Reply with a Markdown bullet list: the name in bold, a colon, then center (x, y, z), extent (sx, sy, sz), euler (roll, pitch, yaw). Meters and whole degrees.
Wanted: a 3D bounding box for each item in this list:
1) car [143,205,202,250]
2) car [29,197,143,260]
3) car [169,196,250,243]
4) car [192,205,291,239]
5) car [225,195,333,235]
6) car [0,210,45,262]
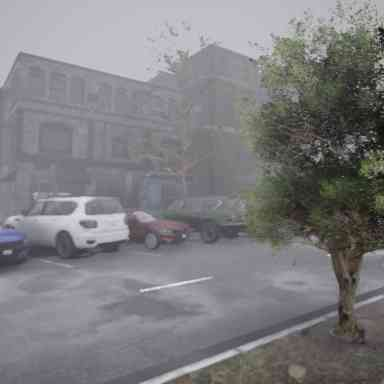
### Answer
- **car**: center (-2.361, 1.464, 14.301), extent (5.008, 1.535, 2.097), euler (-1, -1, 35)
- **car**: center (-4.835, 1.213, 12.570), extent (5.566, 2.045, 2.435), euler (-1, -1, 35)
- **car**: center (0.061, 1.213, 16.054), extent (5.566, 2.045, 2.435), euler (-1, -1, 35)
- **car**: center (2.564, 1.493, 17.768), extent (4.792, 1.488, 2.163), euler (-1, -1, 35)
- **car**: center (5.011, 1.213, 19.517), extent (5.566, 2.045, 2.435), euler (-1, -1, 35)
- **car**: center (-7.258, 1.463, 10.815), extent (5.008, 1.535, 2.097), euler (-1, -1, 35)
